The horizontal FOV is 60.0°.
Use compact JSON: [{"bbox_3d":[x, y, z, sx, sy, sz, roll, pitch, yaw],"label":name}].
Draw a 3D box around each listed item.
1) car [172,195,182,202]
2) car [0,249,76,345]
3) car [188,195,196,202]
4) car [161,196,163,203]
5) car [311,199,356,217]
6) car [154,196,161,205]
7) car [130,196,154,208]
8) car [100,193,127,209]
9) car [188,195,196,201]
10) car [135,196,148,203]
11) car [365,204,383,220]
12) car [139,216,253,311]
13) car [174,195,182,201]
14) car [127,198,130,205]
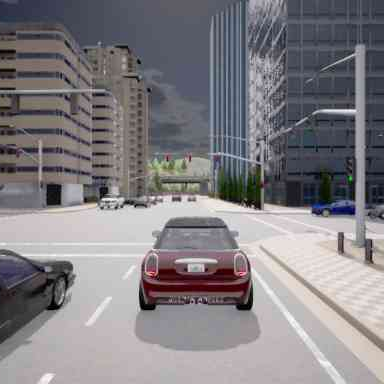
[{"bbox_3d":[-3.520,1.469,74.700,1.882,1.535,5.008,0,0,0],"label":"car"},{"bbox_3d":[-3.435,1.547,4.747,2.033,1.411,5.357,0,0,0],"label":"car"},{"bbox_3d":[-0.020,1.545,75.818,1.994,1.385,4.181,0,0,0],"label":"car"},{"bbox_3d":[-7.018,1.516,69.160,2.128,1.511,4.902,0,0,0],"label":"car"},{"bbox_3d":[13.286,1.422,29.846,5.008,1.535,1.882,0,0,1],"label":"car"},{"bbox_3d":[-7.096,1.490,57.463,2.128,1.511,4.902,0,0,0],"label":"car"},{"bbox_3d":[-7.111,1.547,47.951,2.033,1.411,5.357,0,0,0],"label":"car"},{"bbox_3d":[-10.611,1.221,44.436,2.150,2.045,5.566,0,0,0],"label":"car"},{"bbox_3d":[-0.022,1.492,84.311,1.812,1.442,4.674,0,0,0],"label":"car"},{"bbox_3d":[-10.518,1.524,69.669,2.128,1.511,4.902,0,0,0],"label":"car"},{"bbox_3d":[16.273,1.435,26.324,4.902,1.511,2.128,0,0,0],"label":"car"},{"bbox_3d":[0.081,1.352,7.946,2.097,1.767,4.553,0,0,0],"label":"car"},{"bbox_3d":[-3.522,1.507,84.311,2.033,1.411,5.357,0,0,0],"label":"car"},{"bbox_3d":[-10.603,1.600,55.288,1.895,1.301,4.718,0,0,0],"label":"car"}]
